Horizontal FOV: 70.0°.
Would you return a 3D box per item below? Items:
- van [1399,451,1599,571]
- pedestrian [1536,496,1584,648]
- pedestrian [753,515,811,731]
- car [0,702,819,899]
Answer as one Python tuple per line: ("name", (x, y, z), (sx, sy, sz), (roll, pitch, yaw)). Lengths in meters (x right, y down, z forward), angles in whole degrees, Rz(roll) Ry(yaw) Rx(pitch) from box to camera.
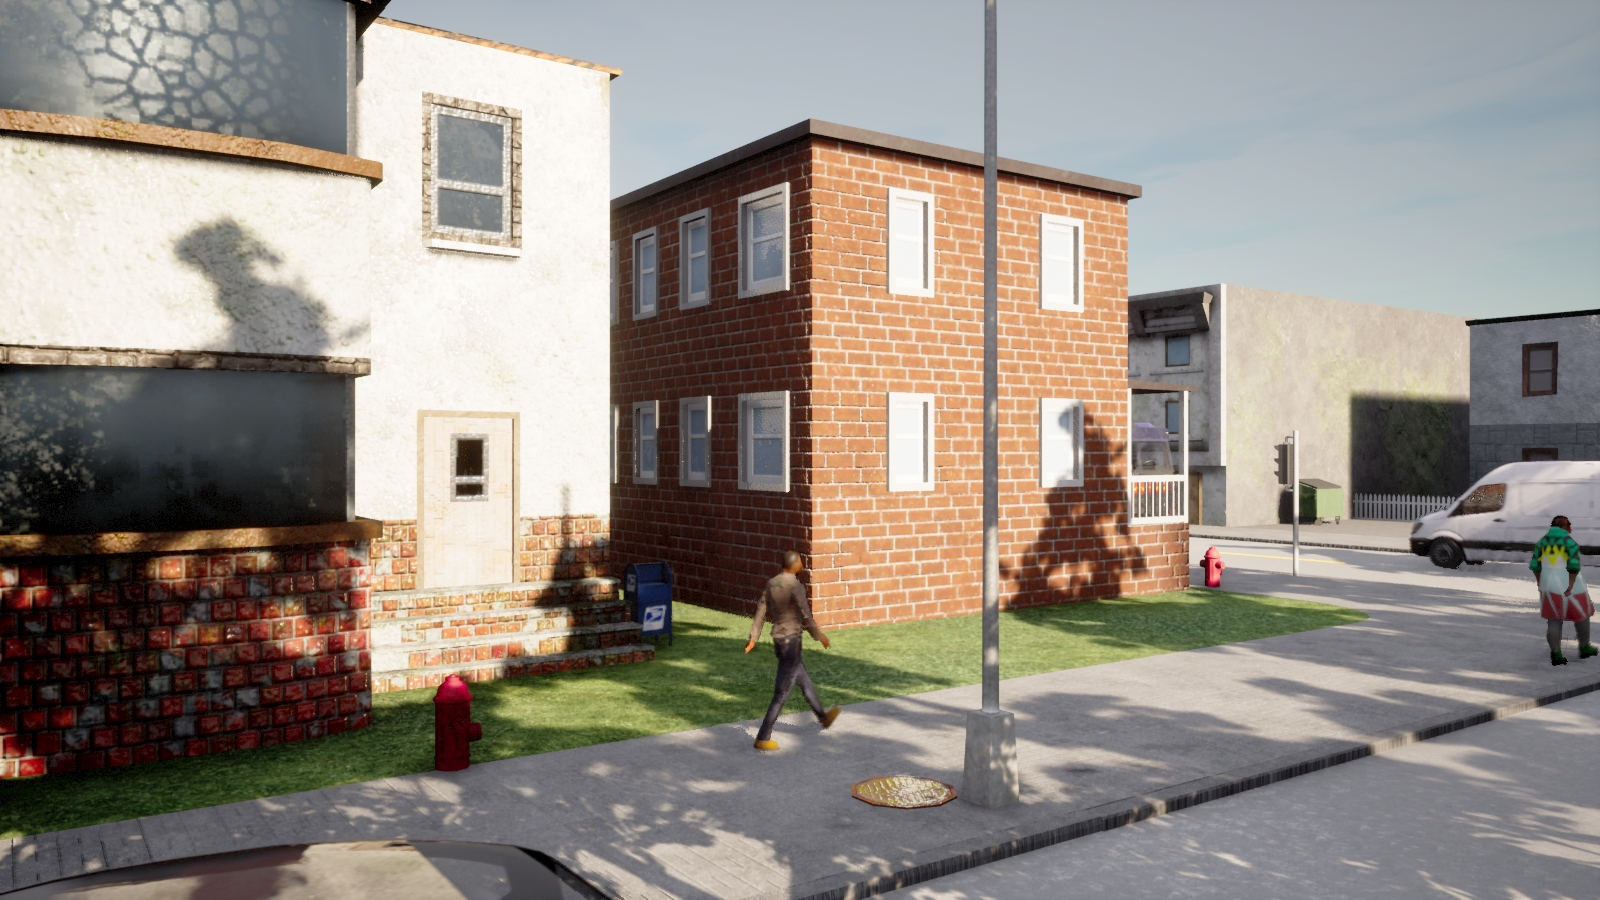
("van", (17.188, 1.314, 26.046), (1.988, 2.561, 5.915), (0, 0, -41))
("pedestrian", (9.574, 1.516, 14.393), (0.375, 1.860, 0.375), (0, 0, -27))
("pedestrian", (-0.163, 1.524, 10.253), (0.375, 1.860, 0.375), (0, 0, -37))
("car", (-1.984, 1.809, 2.961), (3.705, 1.549, 1.789), (1, 0, -35))
